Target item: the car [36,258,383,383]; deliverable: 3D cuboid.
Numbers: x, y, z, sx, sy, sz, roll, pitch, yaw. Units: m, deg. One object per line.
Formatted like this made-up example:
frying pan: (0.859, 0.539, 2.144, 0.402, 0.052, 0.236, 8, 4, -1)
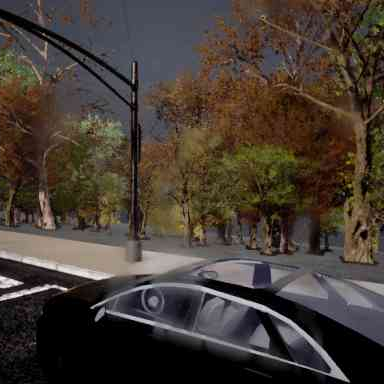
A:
car: (0.229, 1.491, 3.513, 4.902, 1.511, 2.128, 0, 0, 37)
